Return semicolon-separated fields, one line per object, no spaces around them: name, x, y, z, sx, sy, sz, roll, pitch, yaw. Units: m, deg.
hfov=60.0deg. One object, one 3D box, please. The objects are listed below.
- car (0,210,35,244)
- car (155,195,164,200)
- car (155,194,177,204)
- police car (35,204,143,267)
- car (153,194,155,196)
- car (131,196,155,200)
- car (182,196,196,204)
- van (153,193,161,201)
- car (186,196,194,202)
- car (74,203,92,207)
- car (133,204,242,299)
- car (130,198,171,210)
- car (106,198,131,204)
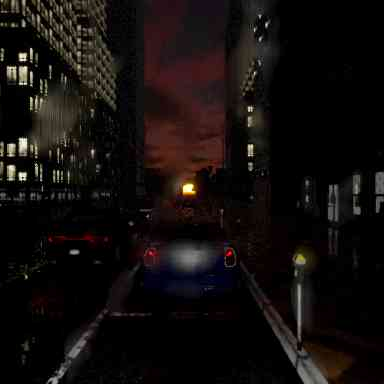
car;-8.833;1.563;15.800;1.947;1.339;4.313;0;0;0
car;-8.832;1.504;89.799;1.947;1.339;4.313;0;0;0
car;-3.061;1.336;41.840;2.097;1.767;4.553;0;0;0
police car;-3.145;1.424;11.502;1.930;1.638;5.238;0;0;0
car;-8.832;1.391;78.413;1.967;1.590;4.097;0;0;0
car;-6.213;1.532;41.269;2.033;1.411;5.357;0;0;0
car;-0.452;1.548;44.248;1.947;1.339;4.313;0;0;0
van;-8.831;1.285;84.106;1.690;1.788;3.998;0;0;0
car;-0.452;1.533;78.399;1.802;1.307;4.206;0;0;0
car;-8.832;1.575;27.183;1.802;1.307;4.206;0;0;0
car;-0.032;1.352;8.619;2.097;1.767;4.553;0;0;0
car;-3.064;1.485;25.715;2.128;1.511;4.902;0;0;0
car;-8.833;1.537;38.569;2.008;1.369;4.403;0;0;0
